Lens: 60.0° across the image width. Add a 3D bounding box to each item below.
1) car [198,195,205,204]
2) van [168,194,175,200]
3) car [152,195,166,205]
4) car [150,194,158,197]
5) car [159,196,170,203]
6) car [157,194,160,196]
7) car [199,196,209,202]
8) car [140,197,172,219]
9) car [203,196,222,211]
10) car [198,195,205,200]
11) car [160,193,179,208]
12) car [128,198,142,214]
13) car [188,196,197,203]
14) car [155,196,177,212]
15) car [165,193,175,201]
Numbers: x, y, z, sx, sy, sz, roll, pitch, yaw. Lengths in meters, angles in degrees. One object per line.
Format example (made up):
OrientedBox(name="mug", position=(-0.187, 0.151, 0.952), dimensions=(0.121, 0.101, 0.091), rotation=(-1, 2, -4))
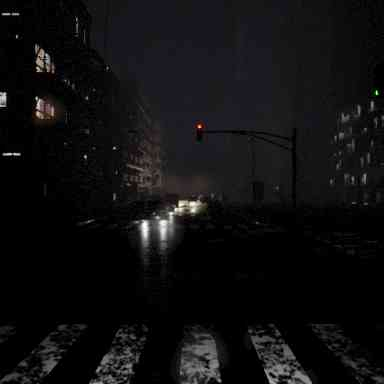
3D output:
OrientedBox(name="car", position=(2.676, 1.551, 63.637), dimensions=(2.008, 1.369, 4.403), rotation=(-1, 0, 0))
OrientedBox(name="van", position=(-5.661, 1.350, 91.828), dimensions=(1.690, 1.788, 3.998), rotation=(-1, 0, 0))
OrientedBox(name="car", position=(-5.676, 1.439, 57.935), dimensions=(1.967, 1.590, 4.097), rotation=(-1, 0, 0))
OrientedBox(name="car", position=(-5.683, 1.436, 40.988), dimensions=(1.967, 1.590, 4.097), rotation=(-1, 0, 0))
OrientedBox(name="car", position=(-5.668, 1.583, 69.233), dimensions=(1.802, 1.307, 4.206), rotation=(-1, 0, 0))
OrientedBox(name="car", position=(-5.680, 1.312, 52.287), dimensions=(2.192, 1.841, 5.009), rotation=(-1, 0, 0))
OrientedBox(name="car", position=(2.681, 1.548, 74.936), dimensions=(1.887, 1.381, 4.507), rotation=(-1, 0, 0))
OrientedBox(name="car", position=(-3.086, 1.500, 29.308), dimensions=(1.837, 1.490, 4.892), rotation=(0, 0, 0))
OrientedBox(name="car", position=(2.665, 1.540, 41.042), dimensions=(1.887, 1.381, 4.507), rotation=(-1, 0, 0))
OrientedBox(name="car", position=(2.689, 1.534, 92.053), dimensions=(1.752, 1.417, 4.829), rotation=(-1, 0, 0))
OrientedBox(name="car", position=(-3.067, 1.218, 49.409), dimensions=(2.150, 2.045, 5.566), rotation=(0, 0, 0))
OrientedBox(name="car", position=(-5.684, 1.540, 35.339), dimensions=(1.887, 1.381, 4.507), rotation=(-1, 0, 0))
OrientedBox(name="car", position=(0.135, 1.549, 69.761), dimensions=(2.033, 1.411, 5.357), rotation=(0, 0, 0))
OrientedBox(name="car", position=(-3.077, 1.521, 39.062), dimensions=(1.812, 1.442, 4.674), rotation=(0, 0, 0))
OrientedBox(name="car", position=(-5.664, 1.322, 86.180), dimensions=(2.192, 1.841, 5.009), rotation=(-1, 0, 0))
